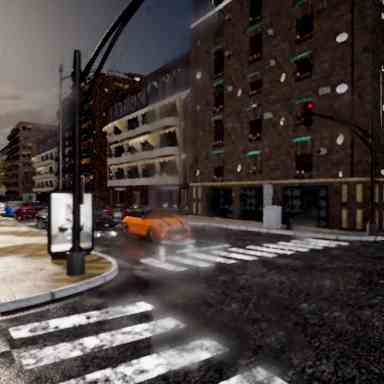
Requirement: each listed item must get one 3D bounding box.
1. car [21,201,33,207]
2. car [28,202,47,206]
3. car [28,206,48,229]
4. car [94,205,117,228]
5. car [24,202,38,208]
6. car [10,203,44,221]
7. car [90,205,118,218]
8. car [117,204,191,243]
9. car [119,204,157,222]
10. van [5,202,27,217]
[{"bbox_3d":[-40.137,2.963,80.624,1.887,1.381,4.507,-1,0,-36],"label":"car"},{"bbox_3d":[-19.299,2.324,42.085,1.994,1.385,4.181,0,-1,-36],"label":"car"},{"bbox_3d":[-11.083,2.041,26.025,2.008,1.369,4.403,-1,0,-36],"label":"car"},{"bbox_3d":[-7.632,2.020,25.923,2.033,1.411,5.357,0,-1,-36],"label":"car"},{"bbox_3d":[-36.869,2.903,76.114,1.947,1.339,4.313,-1,0,-36],"label":"car"},{"bbox_3d":[-17.166,2.186,34.497,1.887,1.381,4.507,-1,0,-36],"label":"car"},{"bbox_3d":[-10.663,2.273,40.084,1.802,1.307,4.206,-1,0,-36],"label":"car"},{"bbox_3d":[-2.016,1.688,18.232,2.097,1.767,4.553,0,-1,-37],"label":"car"},{"bbox_3d":[-5.401,2.003,32.905,1.967,1.590,4.097,-1,0,-36],"label":"car"},{"bbox_3d":[-22.088,2.105,41.382,1.690,1.788,3.998,-1,0,-36],"label":"van"}]
